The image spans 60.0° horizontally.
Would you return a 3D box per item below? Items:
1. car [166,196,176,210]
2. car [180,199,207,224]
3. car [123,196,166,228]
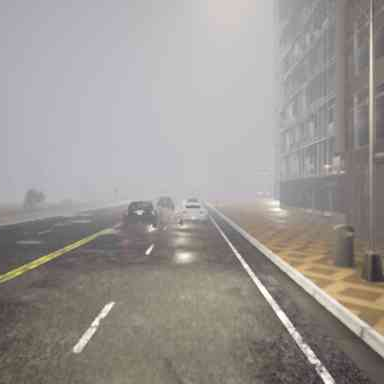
[{"bbox_3d":[-3.154,1.276,41.105,2.097,1.767,4.553,0,0,0],"label":"car"},{"bbox_3d":[0.085,1.482,24.181,1.812,1.442,4.674,0,0,0],"label":"car"},{"bbox_3d":[-3.152,1.312,22.123,2.097,1.767,4.553,0,0,0],"label":"car"}]
